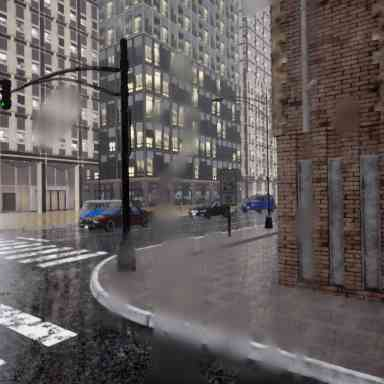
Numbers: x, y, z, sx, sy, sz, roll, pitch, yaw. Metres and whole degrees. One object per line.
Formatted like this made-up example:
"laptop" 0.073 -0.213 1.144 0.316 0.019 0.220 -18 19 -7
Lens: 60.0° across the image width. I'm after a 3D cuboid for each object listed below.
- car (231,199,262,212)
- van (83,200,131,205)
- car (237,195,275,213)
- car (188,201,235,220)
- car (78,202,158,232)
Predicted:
"car" 6.829 1.688 41.384 1.752 1.417 4.829 -2 -1 36
"van" -6.000 1.460 23.471 1.690 1.788 3.998 -2 -1 36
"car" 7.687 1.329 38.121 2.150 2.045 5.566 -1 -1 36
"car" 1.598 1.578 29.626 2.128 1.511 4.902 -1 -1 36
"car" -4.482 1.614 21.136 2.033 1.411 5.357 -1 -1 36
